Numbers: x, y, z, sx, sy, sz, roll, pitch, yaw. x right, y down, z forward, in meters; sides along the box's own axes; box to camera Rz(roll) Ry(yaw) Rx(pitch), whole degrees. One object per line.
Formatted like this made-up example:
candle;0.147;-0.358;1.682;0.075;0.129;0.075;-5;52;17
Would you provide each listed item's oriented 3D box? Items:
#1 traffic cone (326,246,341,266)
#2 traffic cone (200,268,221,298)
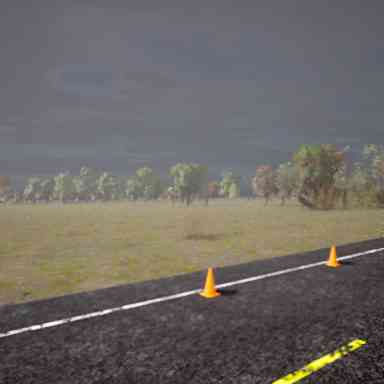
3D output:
traffic cone;4.386;1.961;10.311;0.340;0.580;0.340;0;0;-37
traffic cone;0.410;1.967;7.338;0.340;0.580;0.340;0;0;-36
